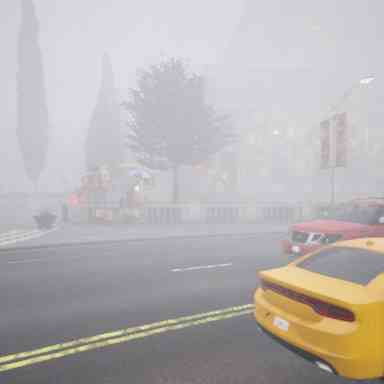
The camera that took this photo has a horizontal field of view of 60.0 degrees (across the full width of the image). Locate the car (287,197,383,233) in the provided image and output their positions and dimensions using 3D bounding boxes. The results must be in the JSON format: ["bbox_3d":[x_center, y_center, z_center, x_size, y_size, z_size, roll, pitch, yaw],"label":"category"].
[{"bbox_3d":[5.516,1.225,10.096,5.566,2.045,2.150,0,0,-18],"label":"car"}]

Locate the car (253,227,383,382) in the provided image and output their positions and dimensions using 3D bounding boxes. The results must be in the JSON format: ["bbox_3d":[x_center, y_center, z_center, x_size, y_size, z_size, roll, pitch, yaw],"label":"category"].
[{"bbox_3d":[3.331,1.480,5.200,5.008,1.535,1.882,0,0,-26],"label":"car"}]

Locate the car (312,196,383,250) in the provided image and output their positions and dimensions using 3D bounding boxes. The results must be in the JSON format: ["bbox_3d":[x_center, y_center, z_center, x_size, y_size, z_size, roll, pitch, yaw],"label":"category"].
[{"bbox_3d":[8.326,1.231,14.527,5.566,2.045,2.150,0,0,-13],"label":"car"}]
